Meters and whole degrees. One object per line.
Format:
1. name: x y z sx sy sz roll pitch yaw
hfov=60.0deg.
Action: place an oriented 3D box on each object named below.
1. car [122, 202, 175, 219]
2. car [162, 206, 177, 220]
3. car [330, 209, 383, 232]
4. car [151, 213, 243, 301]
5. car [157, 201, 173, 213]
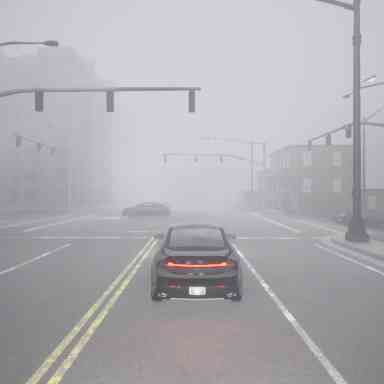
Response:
1. car: -3.833 1.518 28.430 4.181 1.385 1.994 0 0 1
2. car: -3.642 3.522 54.959 2.128 1.511 4.902 0 -12 0
3. car: 14.272 2.177 28.224 4.553 1.767 2.097 8 0 0
4. car: 0.092 1.505 8.316 1.837 1.490 4.892 0 0 0
5. car: -3.642 2.066 45.551 1.837 1.490 4.892 0 -5 0
